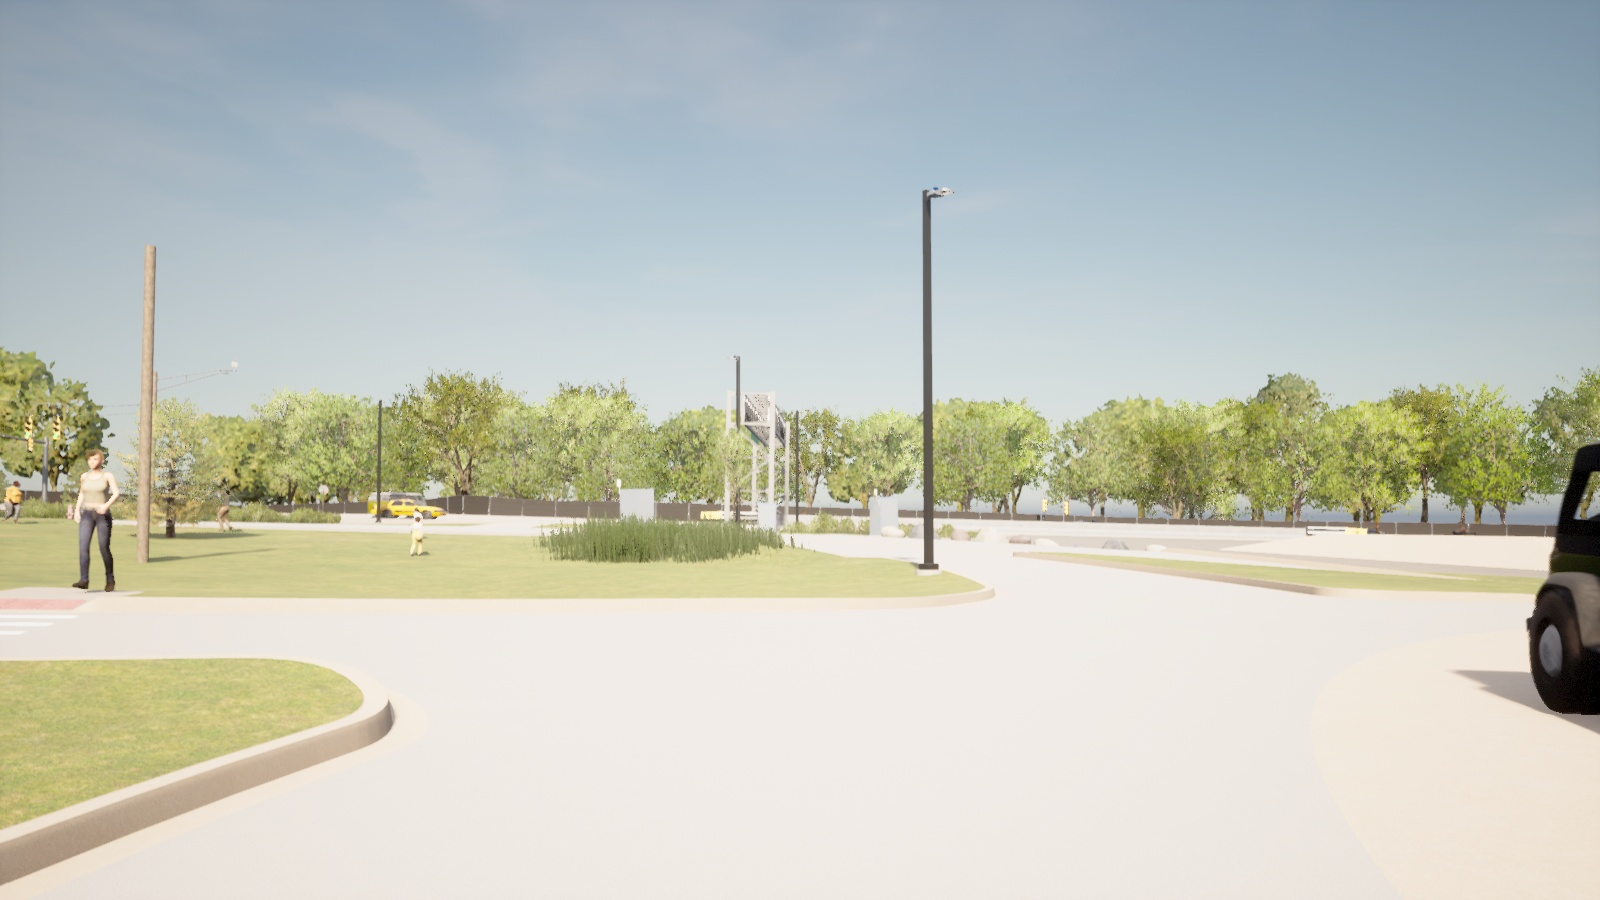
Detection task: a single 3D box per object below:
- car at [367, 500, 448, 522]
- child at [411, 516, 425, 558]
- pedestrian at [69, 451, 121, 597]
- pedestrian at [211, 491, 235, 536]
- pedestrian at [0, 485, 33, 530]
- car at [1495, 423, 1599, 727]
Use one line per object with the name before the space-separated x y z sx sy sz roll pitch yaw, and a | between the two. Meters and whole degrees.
car | -29.131 4.546 93.319 5.366 1.575 1.801 1 -3 1
child | -11.721 2.667 38.508 0.270 1.263 0.437 -1 -3 4
pedestrian | -9.094 0.950 16.208 0.345 1.836 0.594 0 -3 -7
pedestrian | -23.665 2.595 51.530 0.694 1.848 0.540 -1 -3 6
pedestrian | -32.818 2.395 52.517 0.900 1.855 0.874 -1 -3 13
car | 5.862 0.775 7.423 1.905 1.878 3.866 1 -2 10
